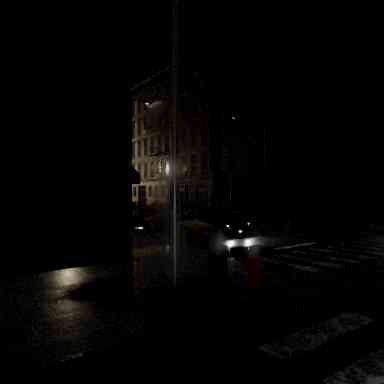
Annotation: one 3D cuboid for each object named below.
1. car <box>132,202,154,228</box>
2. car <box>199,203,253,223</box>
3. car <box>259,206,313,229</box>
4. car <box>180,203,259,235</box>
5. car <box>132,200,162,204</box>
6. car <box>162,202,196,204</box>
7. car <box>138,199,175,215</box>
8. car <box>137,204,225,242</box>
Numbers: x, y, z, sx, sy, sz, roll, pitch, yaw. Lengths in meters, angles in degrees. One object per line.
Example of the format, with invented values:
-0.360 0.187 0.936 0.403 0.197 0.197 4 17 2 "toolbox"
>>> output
-3.978 1.585 21.264 2.008 1.369 4.403 0 0 -35 "car"
2.565 1.578 25.910 1.802 1.307 4.206 0 0 -35 "car"
5.704 1.558 21.500 1.947 1.339 4.313 0 0 -35 "car"
0.984 1.565 18.713 2.033 1.411 5.357 0 0 -32 "car"
-4.771 1.517 26.755 2.128 1.511 4.902 0 0 -35 "car"
-0.573 1.566 30.319 1.947 1.339 4.313 0 0 -35 "car"
-3.811 1.529 34.867 1.752 1.417 4.829 0 0 -35 "car"
-0.741 1.555 16.715 1.752 1.417 4.829 0 0 -35 "car"
